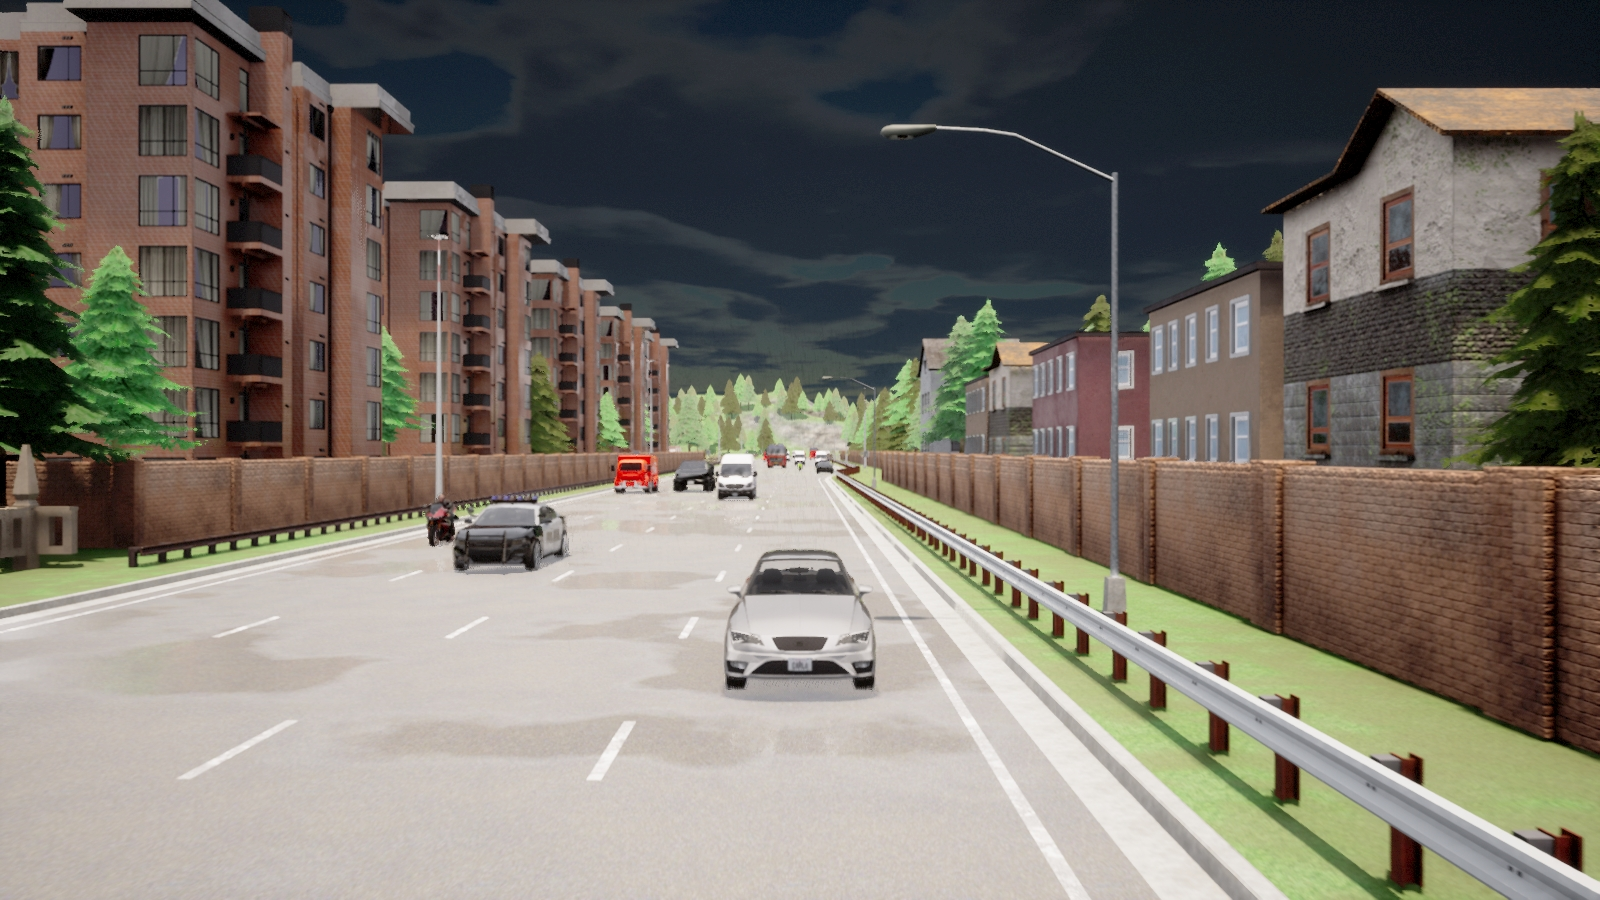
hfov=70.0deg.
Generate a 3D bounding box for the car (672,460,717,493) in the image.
[{"bbox_3d":[-7.007,1.741,76.433,2.390,2.098,6.274,0,0,0],"label":"car"}]

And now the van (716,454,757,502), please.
[{"bbox_3d":[-3.501,1.524,64.342,1.988,2.561,5.915,0,0,0],"label":"van"}]

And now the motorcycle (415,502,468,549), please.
[{"bbox_3d":[-10.505,2.199,33.551,0.867,1.251,2.209,0,0,0],"label":"motorcycle"}]

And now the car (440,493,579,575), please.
[{"bbox_3d":[-7.002,1.977,28.134,2.097,1.638,5.238,0,0,0],"label":"car"}]

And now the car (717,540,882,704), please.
[{"bbox_3d":[-0.004,2.063,14.683,1.816,1.474,4.193,0,0,0],"label":"car"}]

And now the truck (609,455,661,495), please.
[{"bbox_3d":[-10.507,1.556,73.175,2.627,2.467,5.204,0,0,0],"label":"truck"}]
